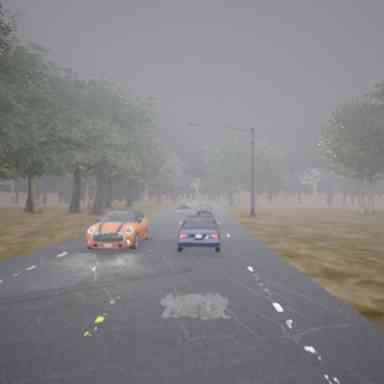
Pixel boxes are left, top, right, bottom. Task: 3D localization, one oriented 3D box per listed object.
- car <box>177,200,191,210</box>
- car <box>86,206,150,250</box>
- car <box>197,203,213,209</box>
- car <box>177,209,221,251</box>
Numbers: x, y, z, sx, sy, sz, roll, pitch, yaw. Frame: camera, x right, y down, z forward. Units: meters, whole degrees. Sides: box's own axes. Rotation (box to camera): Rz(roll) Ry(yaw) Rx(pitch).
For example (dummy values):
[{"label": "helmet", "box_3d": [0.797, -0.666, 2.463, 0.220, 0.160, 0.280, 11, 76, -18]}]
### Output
[{"label": "car", "box_3d": [-1.329, 2.121, 56.739, 2.097, 1.767, 4.553, 0, -1, 3]}, {"label": "car", "box_3d": [-3.319, 1.604, 15.651, 2.097, 1.767, 4.553, 0, -1, 2]}, {"label": "car", "box_3d": [1.515, 2.078, 40.145, 2.033, 1.411, 5.357, 1, -1, 3]}, {"label": "car", "box_3d": [0.355, 1.771, 15.432, 2.033, 1.411, 5.357, 0, 0, 2]}]
